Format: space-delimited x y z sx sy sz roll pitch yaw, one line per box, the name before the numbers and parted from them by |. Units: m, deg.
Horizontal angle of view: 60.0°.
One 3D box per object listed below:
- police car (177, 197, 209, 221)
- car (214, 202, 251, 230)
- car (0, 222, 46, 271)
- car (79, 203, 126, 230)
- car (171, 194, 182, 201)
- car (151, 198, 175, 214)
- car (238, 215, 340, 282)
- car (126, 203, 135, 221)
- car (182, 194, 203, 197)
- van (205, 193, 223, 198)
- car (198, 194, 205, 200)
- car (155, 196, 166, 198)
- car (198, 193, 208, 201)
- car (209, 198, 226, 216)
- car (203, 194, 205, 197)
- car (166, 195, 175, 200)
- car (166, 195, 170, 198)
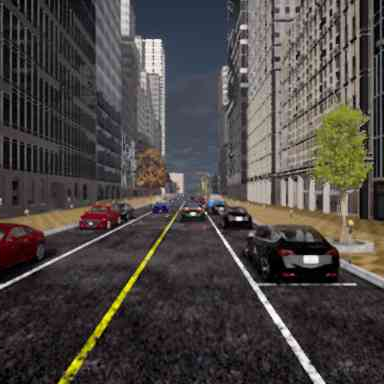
police car | 0.077 1.478 27.375 2.038 1.542 4.974 0 0 0
car | 2.676 1.548 20.972 1.947 1.339 4.313 0 0 0
car | -5.696 1.574 9.589 1.802 1.307 4.206 0 0 0
car | -5.704 1.526 20.973 1.887 1.381 4.507 0 0 0
car | -3.058 1.284 75.671 1.882 1.535 5.008 0 0 0
car | -3.124 1.565 35.061 1.895 1.301 4.718 0 0 0
car | 2.685 1.558 9.587 1.947 1.339 4.313 0 0 0
car | -5.709 1.541 26.666 1.947 1.339 4.313 0 0 0
car | 0.064 1.380 43.097 2.033 1.649 4.856 0 -1 0
van | 2.664 1.302 38.050 1.690 1.788 3.998 0 0 0
car | 2.625 1.383 89.448 1.752 1.417 4.829 0 0 0
car | -5.730 1.457 54.959 1.752 1.417 4.829 0 0 0
car | 2.635 1.200 77.894 2.192 1.841 5.009 0 0 0
car | 2.668 1.534 32.356 1.947 1.339 4.313 0 0 0
car | 2.660 1.392 43.741 1.967 1.590 4.097 0 0 0
car | -5.756 1.424 89.284 1.947 1.339 4.313 0 0 0
car | -5.734 1.471 60.823 2.008 1.369 4.403 0 0 0
